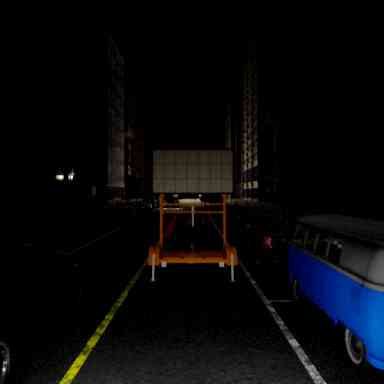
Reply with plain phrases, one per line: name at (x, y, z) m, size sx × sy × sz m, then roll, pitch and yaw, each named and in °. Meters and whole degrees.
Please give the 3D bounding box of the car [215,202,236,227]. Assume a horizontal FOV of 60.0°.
car at (2.823, 1.566, 22.225) m, size 1.947 × 1.339 × 4.313 m, roll 0°, pitch 0°, yaw 0°

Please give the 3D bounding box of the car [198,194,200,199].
car at (2.962, 1.342, 72.708) m, size 2.192 × 1.841 × 5.009 m, roll 0°, pitch 0°, yaw 0°

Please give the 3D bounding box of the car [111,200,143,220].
car at (-5.686, 1.552, 27.845) m, size 2.008 × 1.369 × 4.403 m, roll 0°, pitch 0°, yaw 0°

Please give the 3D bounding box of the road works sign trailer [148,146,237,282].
road works sign trailer at (0.026, 0.463, 9.740) m, size 2.380 × 3.560 × 2.880 m, roll 0°, pitch 0°, yaw 0°

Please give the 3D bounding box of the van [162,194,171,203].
van at (-5.563, 1.368, 72.721) m, size 1.690 × 1.788 × 3.998 m, roll 0°, pitch 0°, yaw 0°

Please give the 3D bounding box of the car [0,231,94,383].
car at (-3.088, 1.563, 4.811) m, size 1.994 × 1.385 × 4.181 m, roll 0°, pitch 0°, yaw 0°

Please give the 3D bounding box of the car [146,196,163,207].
car at (-5.625, 1.452, 50.283) m, size 1.967 × 1.590 × 4.097 m, roll 0°, pitch 0°, yaw 0°

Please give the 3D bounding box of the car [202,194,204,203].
car at (2.885, 1.324, 44.662) m, size 2.192 × 1.841 × 5.009 m, roll 0°, pitch 0°, yaw 0°

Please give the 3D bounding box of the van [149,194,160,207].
van at (-5.640, 1.350, 44.673) m, size 1.690 × 1.788 × 3.998 m, roll 0°, pitch 0°, yaw 0°

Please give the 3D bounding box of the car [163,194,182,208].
car at (-2.965, 1.363, 47.550) m, size 2.097 × 1.767 × 4.553 m, roll 0°, pitch 0°, yaw 0°

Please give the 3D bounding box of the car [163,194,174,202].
car at (-5.548, 1.346, 78.330) m, size 2.192 × 1.841 × 5.009 m, roll 0°, pitch 0°, yaw 0°

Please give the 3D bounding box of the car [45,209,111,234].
car at (-5.717, 1.565, 16.626) m, size 1.947 × 1.339 × 4.313 m, roll 0°, pitch 0°, yaw 0°

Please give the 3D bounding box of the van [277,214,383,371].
van at (2.778, 1.340, 5.399) m, size 1.690 × 1.788 × 3.998 m, roll 0°, pitch 0°, yaw 0°

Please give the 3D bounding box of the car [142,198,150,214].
car at (-5.671, 1.585, 33.455) m, size 1.802 × 1.307 × 4.206 m, roll 0°, pitch 0°, yaw 0°

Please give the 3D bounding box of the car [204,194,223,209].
car at (2.870, 1.321, 39.053) m, size 2.192 × 1.841 × 5.009 m, roll 0°, pitch 0°, yaw 0°

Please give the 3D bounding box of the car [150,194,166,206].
car at (-5.609, 1.331, 55.892) m, size 2.192 × 1.841 × 5.009 m, roll 0°, pitch 0°, yaw 0°

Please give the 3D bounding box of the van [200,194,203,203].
van at (2.931, 1.360, 61.489) m, size 1.690 × 1.788 × 3.998 m, roll 0°, pitch 0°, yaw 0°

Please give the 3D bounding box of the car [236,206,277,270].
car at (2.793, 1.439, 11.008) m, size 1.967 × 1.590 × 4.097 m, roll 0°, pitch 0°, yaw 0°

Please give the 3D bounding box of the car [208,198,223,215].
car at (2.854, 1.585, 33.444) m, size 1.802 × 1.307 × 4.206 m, roll 0°, pitch 0°, yaw 0°

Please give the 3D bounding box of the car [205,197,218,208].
car at (2.901, 1.538, 50.442) m, size 1.752 × 1.417 × 4.829 m, roll 0°, pitch 0°, yaw 0°

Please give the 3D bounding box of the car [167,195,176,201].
car at (-5.517, 1.590, 89.549) m, size 2.008 × 1.369 × 4.403 m, roll 0°, pitch 0°, yaw 0°

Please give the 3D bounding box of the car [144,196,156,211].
car at (-5.656, 1.531, 38.894) m, size 1.752 × 1.417 × 4.829 m, roll 0°, pitch 0°, yaw 0°
